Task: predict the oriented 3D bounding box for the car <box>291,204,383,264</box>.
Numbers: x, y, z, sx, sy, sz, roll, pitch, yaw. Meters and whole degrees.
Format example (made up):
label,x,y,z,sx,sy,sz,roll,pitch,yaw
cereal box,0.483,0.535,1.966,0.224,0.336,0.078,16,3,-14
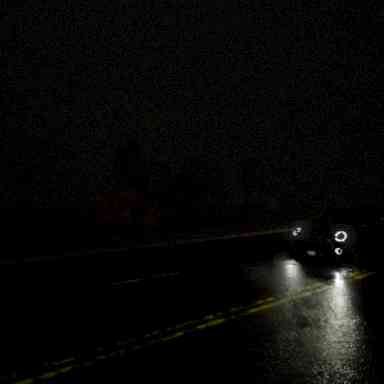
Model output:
label,x,y,z,sx,sy,sz,roll,pitch,yaw
car,5.600,1.355,11.978,4.553,1.767,2.097,0,0,-37
